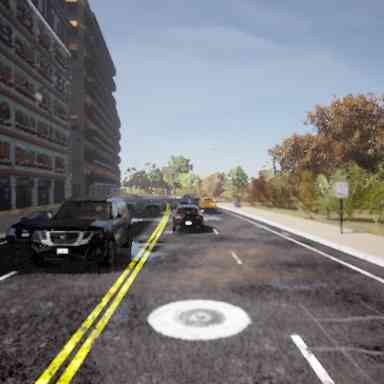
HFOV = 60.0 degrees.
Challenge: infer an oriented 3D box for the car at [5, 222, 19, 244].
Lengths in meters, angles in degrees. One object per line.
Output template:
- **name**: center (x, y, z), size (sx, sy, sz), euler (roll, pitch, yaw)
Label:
- **car**: center (-6.829, 1.559, 15.561), size (1.994, 1.385, 4.181), euler (0, 0, -1)

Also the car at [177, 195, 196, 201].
- **car**: center (-1.055, 1.464, 38.278), size (2.128, 1.511, 4.902), euler (0, 0, -3)

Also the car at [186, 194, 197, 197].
- **car**: center (0.574, 1.435, 60.518), size (2.128, 1.511, 4.902), euler (0, 0, -5)

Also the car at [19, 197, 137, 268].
- **car**: center (-3.486, 1.217, 11.595), size (2.150, 2.045, 5.566), euler (0, 0, -1)

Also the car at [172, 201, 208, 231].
- **car**: center (-0.259, 1.514, 20.361), size (1.812, 1.442, 4.674), euler (0, 0, -2)

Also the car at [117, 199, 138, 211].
- **car**: center (-7.798, 1.541, 40.530), size (1.994, 1.385, 4.181), euler (0, 0, -3)

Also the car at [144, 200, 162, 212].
- **car**: center (-4.460, 1.576, 38.784), size (1.895, 1.301, 4.718), euler (0, 0, -3)

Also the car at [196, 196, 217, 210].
- **car**: center (1.967, 1.444, 42.164), size (1.882, 1.535, 5.008), euler (0, 0, -4)
